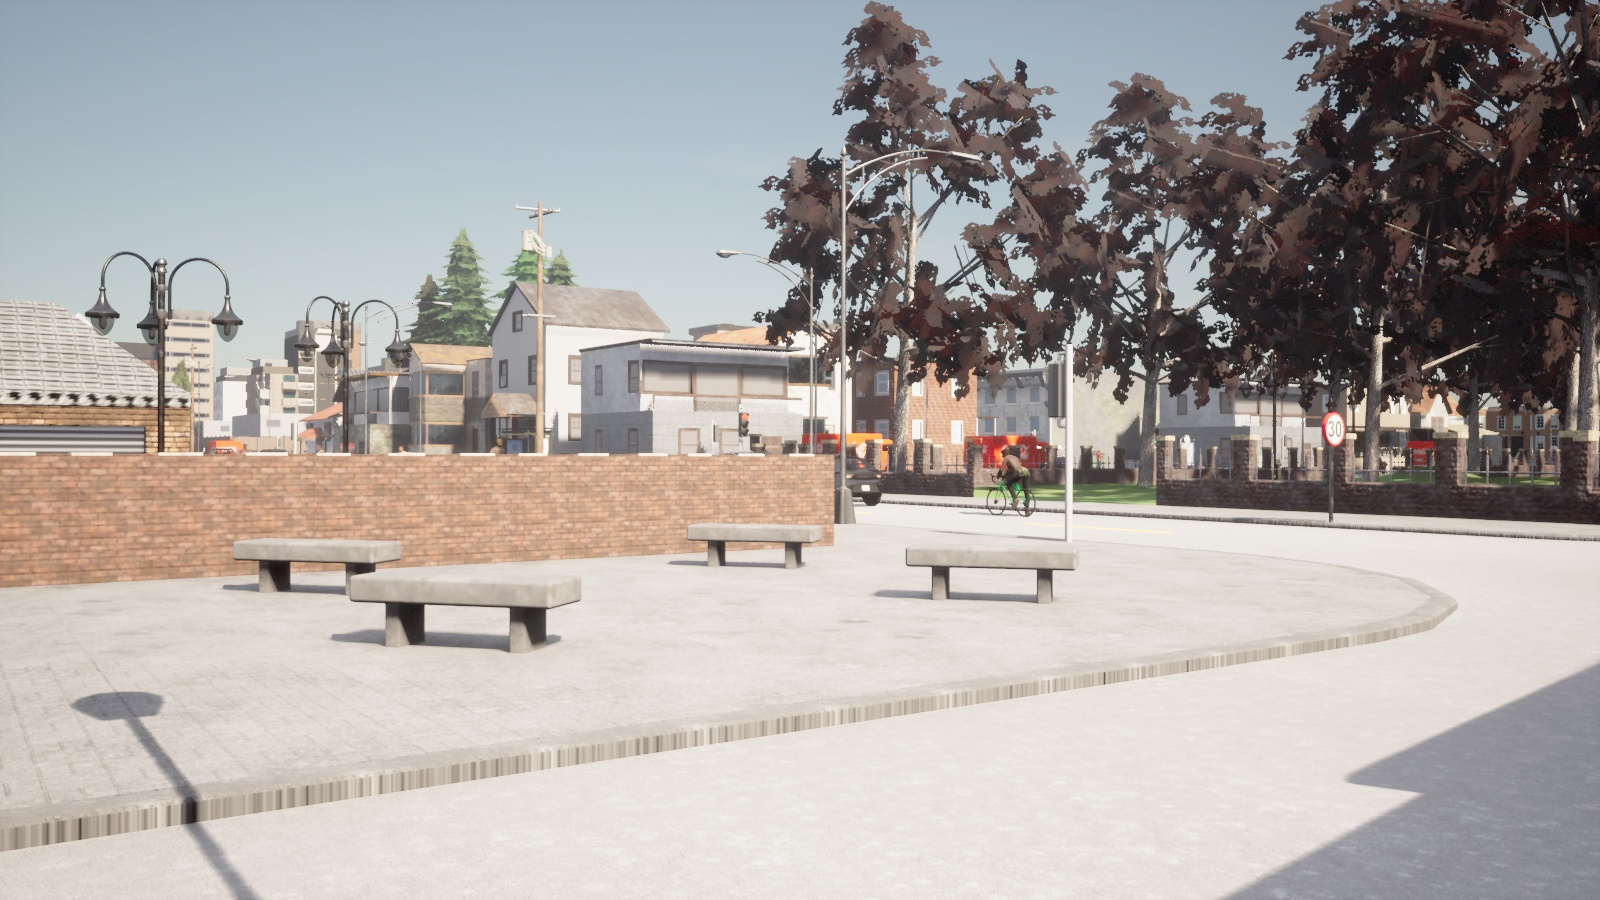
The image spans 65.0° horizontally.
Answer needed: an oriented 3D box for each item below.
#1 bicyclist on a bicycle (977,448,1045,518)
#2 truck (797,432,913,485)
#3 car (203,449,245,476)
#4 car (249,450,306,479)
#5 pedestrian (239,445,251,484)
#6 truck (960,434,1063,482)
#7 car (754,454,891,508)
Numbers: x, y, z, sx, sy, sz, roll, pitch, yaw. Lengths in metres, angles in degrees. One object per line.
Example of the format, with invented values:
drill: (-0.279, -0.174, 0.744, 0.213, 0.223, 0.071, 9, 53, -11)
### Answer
bicyclist on a bicycle: (5.028, 0.769, 29.996, 0.582, 1.620, 1.656, 0, 0, -35)
truck: (2.727, 0.418, 61.148, 5.204, 2.467, 2.627, 0, 0, -39)
car: (-40.888, 0.874, 89.065, 1.932, 1.855, 4.605, 0, 0, -35)
car: (-31.370, 0.847, 75.355, 2.242, 1.667, 4.611, 0, 0, -35)
pedestrian: (-25.929, 0.658, 58.667, 0.328, 1.805, 0.869, 0, 0, -36)
truck: (11.349, 0.419, 67.214, 5.204, 2.467, 2.627, 0, 0, -38)
car: (0.593, 0.855, 36.422, 1.816, 1.474, 4.193, 0, 0, -36)
